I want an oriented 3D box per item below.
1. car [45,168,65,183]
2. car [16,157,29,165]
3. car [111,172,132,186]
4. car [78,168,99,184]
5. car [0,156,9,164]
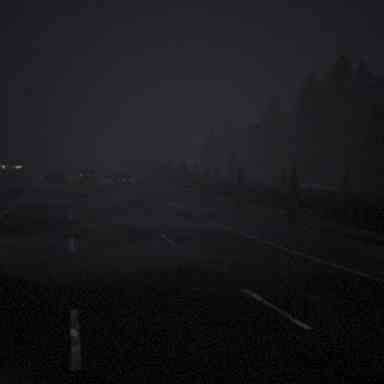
[{"bbox_3d":[-15.381,-1.965,37.343,1.882,1.535,5.008,0,8,-20],"label":"car"},{"bbox_3d":[-32.511,-6.030,63.802,2.128,1.511,4.902,0,8,-20],"label":"car"},{"bbox_3d":[-7.876,-1.532,37.116,2.033,1.411,5.357,0,8,-20],"label":"car"},{"bbox_3d":[-11.783,-1.973,37.670,2.097,1.767,4.553,0,7,-20],"label":"car"},{"bbox_3d":[-35.799,-6.053,62.602,1.837,1.490,4.892,0,8,-20],"label":"car"}]
